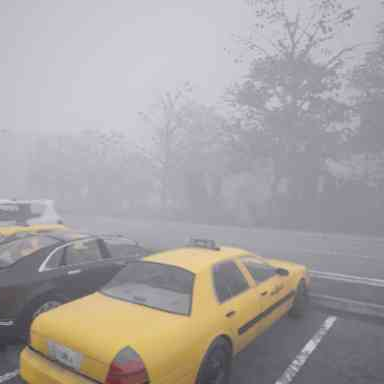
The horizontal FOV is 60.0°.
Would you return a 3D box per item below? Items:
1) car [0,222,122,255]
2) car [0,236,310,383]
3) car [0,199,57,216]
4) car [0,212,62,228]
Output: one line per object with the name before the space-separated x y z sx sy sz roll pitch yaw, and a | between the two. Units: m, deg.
car | -2.054 1.492 6.604 2.231 1.521 4.892 0 0 35
car | 0.317 1.483 5.149 1.946 1.575 5.366 0 0 35
car | -6.589 1.250 9.811 2.435 2.045 5.566 0 0 35
car | -4.419 1.493 8.070 1.946 1.575 5.366 0 0 35
